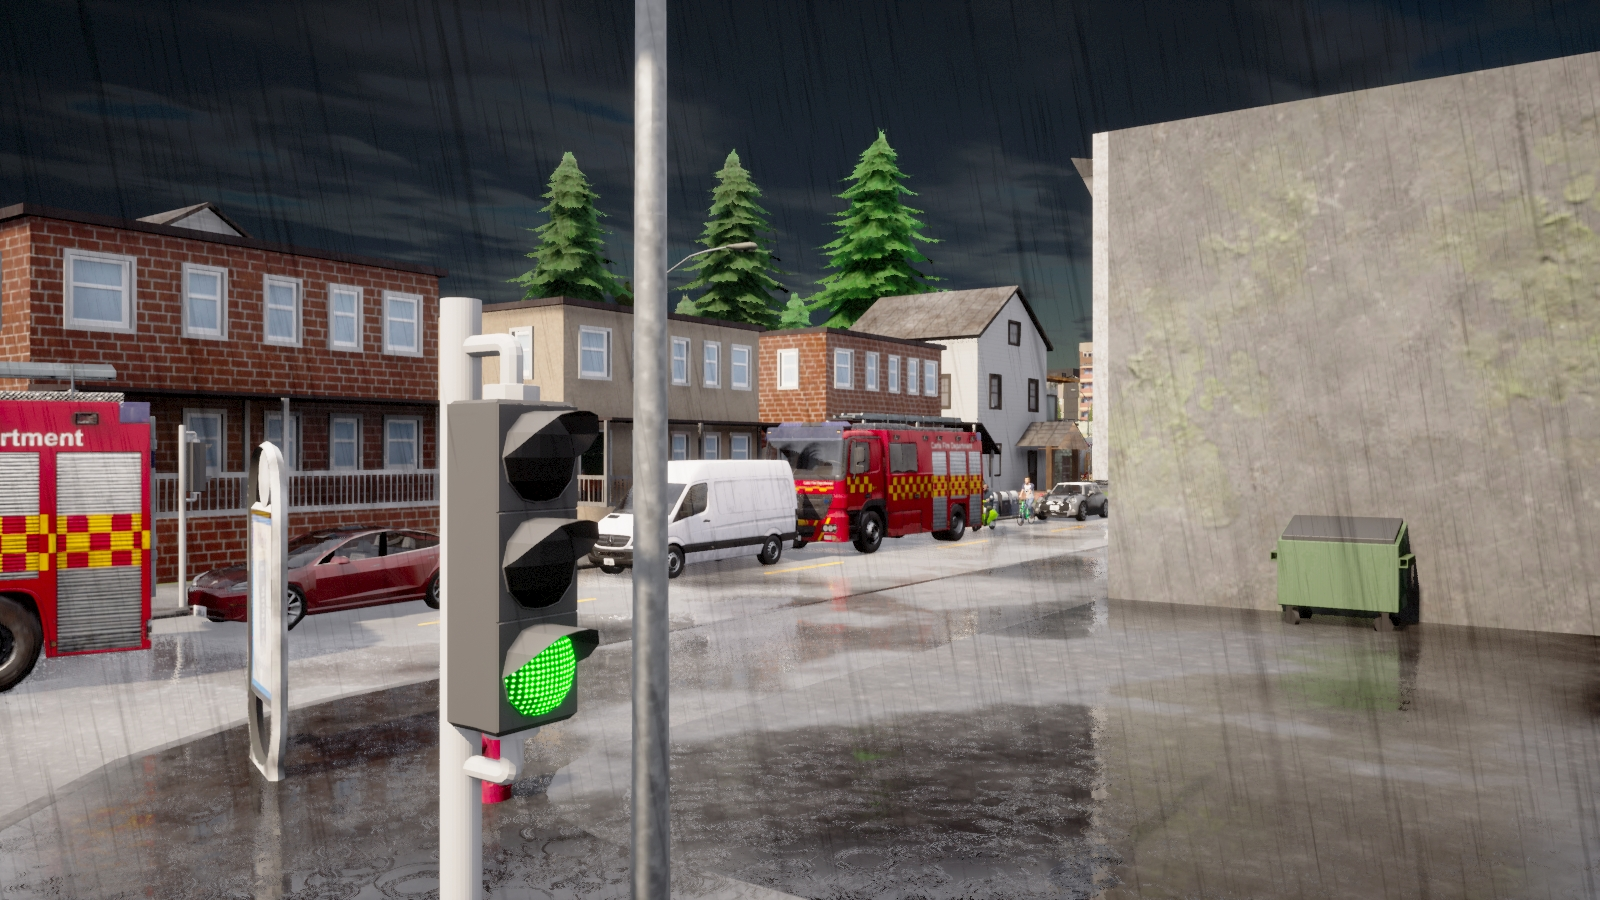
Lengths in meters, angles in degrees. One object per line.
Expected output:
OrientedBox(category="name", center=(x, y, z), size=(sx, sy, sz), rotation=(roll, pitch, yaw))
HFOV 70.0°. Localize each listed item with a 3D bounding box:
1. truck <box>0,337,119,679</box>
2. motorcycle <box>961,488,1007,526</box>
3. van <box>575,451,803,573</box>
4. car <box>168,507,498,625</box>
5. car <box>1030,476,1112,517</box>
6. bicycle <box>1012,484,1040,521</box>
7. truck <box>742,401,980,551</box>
OrientedBox(category="truck", center=(-12.335, 0.662, 12.391), size=(8.468, 3.827, 2.891), rotation=(0, 0, -31))
OrientedBox(category="motorcycle", center=(6.398, 1.954, 39.613), size=(0.856, 1.236, 1.805), rotation=(0, 0, 35))
OrientedBox(category="van", center=(-2.442, 1.307, 26.996), size=(1.988, 2.561, 5.915), rotation=(0, 0, 35))
OrientedBox(category="car", center=(-7.746, 1.835, 19.435), size=(2.163, 1.488, 4.792), rotation=(0, 0, 35))
OrientedBox(category="car", center=(11.003, 1.837, 46.179), size=(1.970, 1.475, 3.806), rotation=(0, 0, 35))
OrientedBox(category="bicycle", center=(8.406, 1.928, 42.476), size=(0.373, 1.296, 1.643), rotation=(0, 0, 35))
OrientedBox(category="truck", center=(2.054, 0.663, 33.403), size=(2.891, 3.827, 8.468), rotation=(0, 0, 35))
